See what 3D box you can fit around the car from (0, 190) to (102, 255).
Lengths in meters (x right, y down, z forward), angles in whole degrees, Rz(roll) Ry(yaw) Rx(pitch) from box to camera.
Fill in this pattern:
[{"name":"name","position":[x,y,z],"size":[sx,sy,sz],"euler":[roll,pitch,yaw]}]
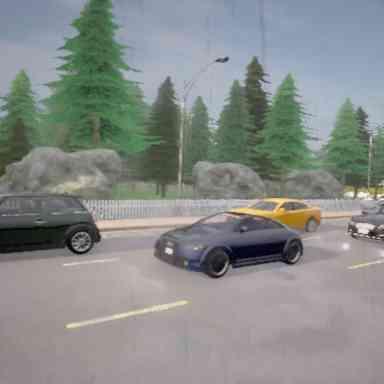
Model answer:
[{"name":"car","position":[-4.943,0.792,9.182],"size":[4.553,1.767,2.097],"euler":[1,3,-33]}]

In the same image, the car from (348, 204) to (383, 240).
[{"name":"car","position":[8.609,1.270,14.109],"size":[4.902,1.511,2.128],"euler":[1,3,-34]}]

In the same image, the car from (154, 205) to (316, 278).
[{"name":"car","position":[1.112,1.243,9.040],"size":[4.181,1.385,1.994],"euler":[1,3,-34]}]

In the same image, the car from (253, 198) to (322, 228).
[{"name":"car","position":[3.775,1.034,15.058],"size":[5.008,1.535,1.882],"euler":[0,3,-34]}]
